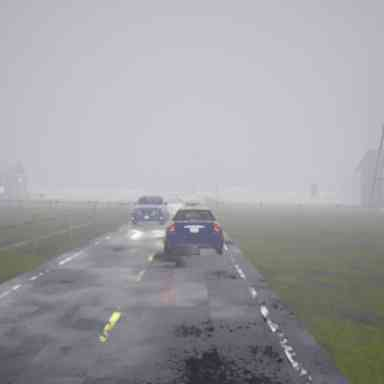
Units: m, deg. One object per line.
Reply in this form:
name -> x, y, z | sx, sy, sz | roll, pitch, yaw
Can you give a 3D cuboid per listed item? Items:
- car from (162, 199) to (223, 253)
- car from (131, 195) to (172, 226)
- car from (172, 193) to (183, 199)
car -> 0.081, 1.355, 13.749 | 2.097, 1.767, 4.553 | 0, 0, 0
car -> -2.884, 1.227, 23.832 | 2.150, 2.045, 5.566 | 0, 0, 0
car -> -2.860, 1.267, 64.190 | 2.150, 2.045, 5.566 | 0, 0, 0
